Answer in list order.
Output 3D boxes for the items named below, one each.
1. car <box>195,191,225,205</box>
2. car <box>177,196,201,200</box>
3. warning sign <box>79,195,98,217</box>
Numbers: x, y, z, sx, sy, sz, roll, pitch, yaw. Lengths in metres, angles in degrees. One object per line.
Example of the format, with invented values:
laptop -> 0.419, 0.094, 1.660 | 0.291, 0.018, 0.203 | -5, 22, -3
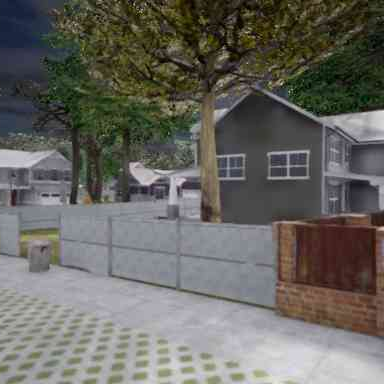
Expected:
car -> 2.991, 0.877, 54.392 | 2.150, 2.045, 5.566 | 1, 1, 35
car -> -0.205, 1.327, 45.130 | 2.128, 1.511, 4.902 | 1, 1, 36
warning sign -> -8.885, 1.198, 28.565 | 1.300, 1.860, 1.060 | 0, 0, 35
